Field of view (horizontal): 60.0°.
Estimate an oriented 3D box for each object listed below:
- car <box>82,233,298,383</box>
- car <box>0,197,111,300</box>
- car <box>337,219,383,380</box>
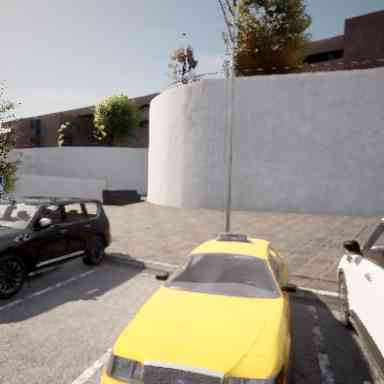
[{"bbox_3d":[0.589,1.466,5.166,1.946,1.575,5.366,1,0,15],"label":"car"},{"bbox_3d":[-4.252,1.169,8.800,2.435,2.045,5.566,1,0,16],"label":"car"},{"bbox_3d":[3.090,1.239,3.629,2.435,2.045,5.566,0,0,15],"label":"car"}]
